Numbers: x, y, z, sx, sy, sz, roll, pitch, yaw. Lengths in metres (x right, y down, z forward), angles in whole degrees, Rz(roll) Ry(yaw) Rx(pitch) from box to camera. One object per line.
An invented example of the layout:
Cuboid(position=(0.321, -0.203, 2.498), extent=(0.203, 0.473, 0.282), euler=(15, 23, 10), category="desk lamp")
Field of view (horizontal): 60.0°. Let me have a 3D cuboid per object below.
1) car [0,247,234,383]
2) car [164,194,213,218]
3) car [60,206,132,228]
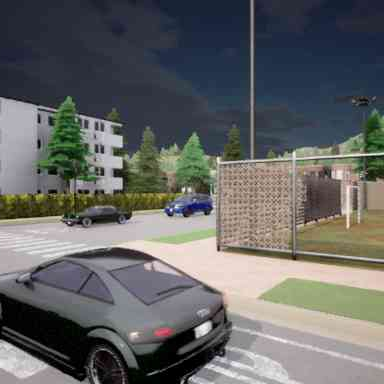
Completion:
Cuboid(position=(-1.490, 1.568, 5.049), extent=(4.181, 1.385, 1.994), euler=(0, 0, 36), category="car")
Cuboid(position=(-0.180, 1.221, 31.058), extent=(2.150, 2.045, 5.566), euler=(0, 0, 36), category="car")
Cuboid(position=(-6.320, 1.600, 22.346), extent=(1.895, 1.301, 4.718), euler=(0, 0, 35), category="car")
